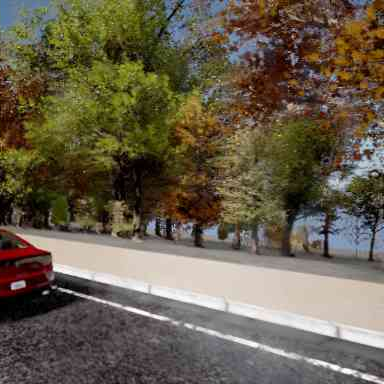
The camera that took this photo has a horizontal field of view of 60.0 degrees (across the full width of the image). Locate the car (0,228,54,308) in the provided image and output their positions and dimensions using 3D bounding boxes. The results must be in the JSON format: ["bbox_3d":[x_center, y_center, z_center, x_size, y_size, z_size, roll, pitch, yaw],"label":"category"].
[{"bbox_3d":[-5.083,1.499,7.300,5.008,1.535,1.882,0,0,35],"label":"car"}]
